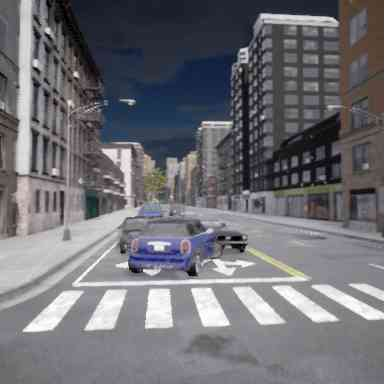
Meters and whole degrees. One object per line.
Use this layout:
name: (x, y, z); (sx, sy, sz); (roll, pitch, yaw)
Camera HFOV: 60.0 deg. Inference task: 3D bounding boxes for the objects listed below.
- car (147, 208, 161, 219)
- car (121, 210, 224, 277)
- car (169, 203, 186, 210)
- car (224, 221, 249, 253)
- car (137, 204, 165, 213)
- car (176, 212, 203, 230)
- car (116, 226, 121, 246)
car: (-5.123, 2.886, 45.387); (1.812, 1.442, 4.674); (0, -2, -5)
car: (-0.395, 1.677, 11.637); (2.097, 1.767, 4.553); (-1, -2, 15)
car: (-2.126, 2.674, 48.404); (2.150, 2.045, 5.566); (0, -2, -5)
car: (1.154, 2.055, 15.946); (1.895, 1.301, 4.718); (1, -2, -9)
car: (-3.663, 2.107, 29.853); (2.150, 2.045, 5.566); (0, -2, -5)
car: (-0.281, 2.447, 28.634); (1.895, 1.301, 4.718); (0, -2, -6)
car: (-2.483, 1.959, 15.877); (1.837, 1.490, 4.892); (0, -2, -14)
